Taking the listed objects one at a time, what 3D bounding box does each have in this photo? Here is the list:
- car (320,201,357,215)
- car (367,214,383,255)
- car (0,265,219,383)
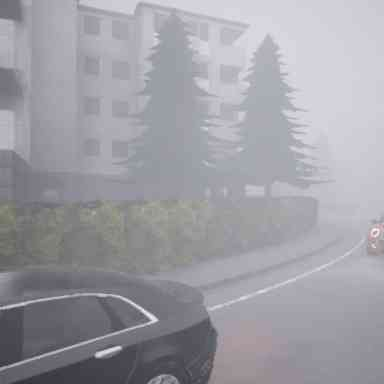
[{"bbox_3d":[16.306,1.746,37.336,2.128,1.511,4.902,0,0,-11],"label":"car"},{"bbox_3d":[8.199,1.431,12.814,2.097,1.767,4.553,-1,0,36],"label":"car"},{"bbox_3d":[-1.946,1.539,2.848,4.892,1.490,1.837,0,-1,-38],"label":"car"}]
